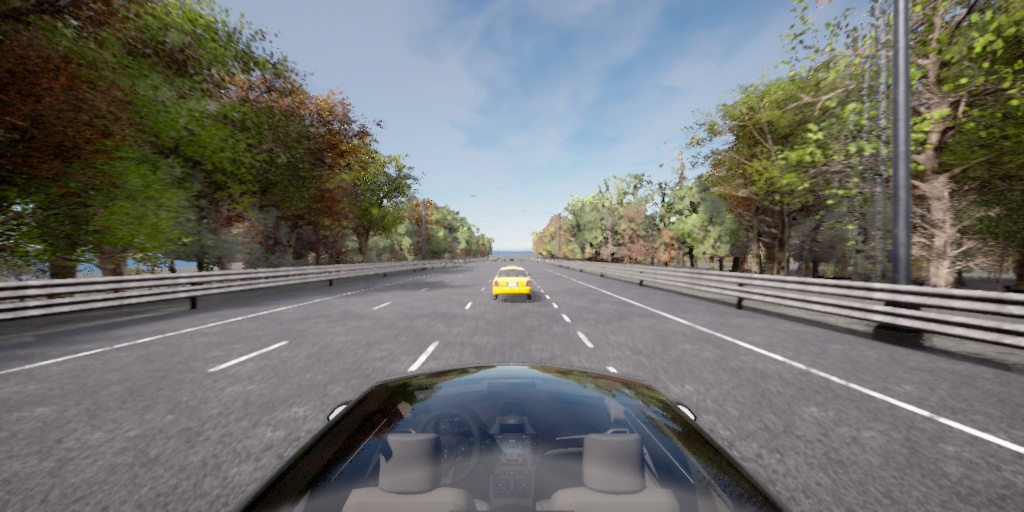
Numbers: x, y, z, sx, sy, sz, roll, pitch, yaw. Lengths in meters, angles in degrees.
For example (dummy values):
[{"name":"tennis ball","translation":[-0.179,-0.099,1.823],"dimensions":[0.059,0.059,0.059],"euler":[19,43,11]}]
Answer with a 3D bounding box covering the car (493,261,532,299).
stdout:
[{"name":"car","translation":[0.010,1.202,18.119],"dimensions":[1.801,1.575,5.366],"euler":[0,0,0]}]
